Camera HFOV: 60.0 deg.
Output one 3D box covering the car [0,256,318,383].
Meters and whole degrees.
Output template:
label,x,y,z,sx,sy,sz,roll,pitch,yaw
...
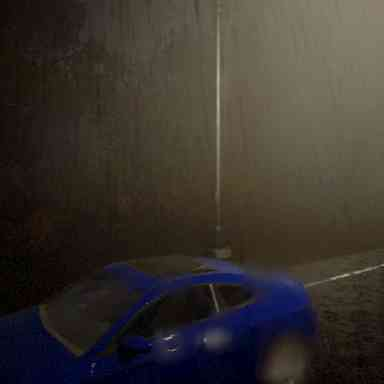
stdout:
label,x,y,z,sx,sy,sz,roll,pitch,yaw
car,-0.520,1.526,3.622,4.674,1.442,1.812,0,0,-35
